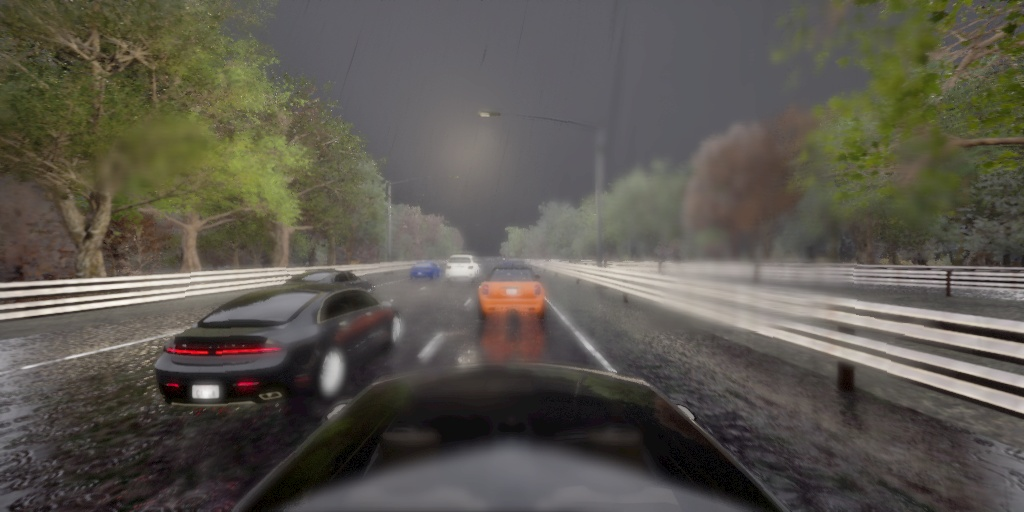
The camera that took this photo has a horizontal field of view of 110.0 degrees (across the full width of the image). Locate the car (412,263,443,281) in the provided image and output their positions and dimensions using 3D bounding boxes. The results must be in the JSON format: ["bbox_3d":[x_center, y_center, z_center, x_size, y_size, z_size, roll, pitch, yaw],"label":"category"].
[{"bbox_3d":[-7.212,1.329,30.963,1.882,1.535,5.008,0,0,-1],"label":"car"}]

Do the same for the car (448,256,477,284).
[{"bbox_3d":[-3.662,1.061,28.378,2.150,2.045,5.566,0,0,-1],"label":"car"}]

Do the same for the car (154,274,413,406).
[{"bbox_3d":[-3.434,1.270,6.449,1.837,1.490,4.892,0,0,0],"label":"car"}]

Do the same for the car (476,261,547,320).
[{"bbox_3d":[0.035,1.135,12.955,2.097,1.767,4.553,0,0,0],"label":"car"}]

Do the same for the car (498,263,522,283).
[{"bbox_3d":[-0.202,1.373,30.433,1.812,1.442,4.674,0,0,-1],"label":"car"}]

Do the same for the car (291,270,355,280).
[{"bbox_3d":[-6.971,1.292,13.974,1.837,1.490,4.892,0,0,0],"label":"car"}]
